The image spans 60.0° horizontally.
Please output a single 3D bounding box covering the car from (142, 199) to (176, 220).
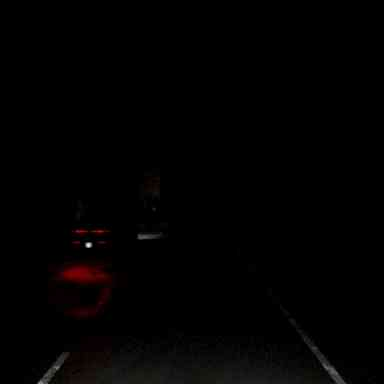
[{"bbox_3d":[-2.733,1.400,28.565,2.097,1.767,4.553,0,0,8],"label":"car"}]

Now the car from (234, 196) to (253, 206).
[{"bbox_3d":[8.392,1.451,57.418,4.553,1.767,2.097,0,0,-32],"label":"car"}]

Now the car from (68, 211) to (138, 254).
[{"bbox_3d":[-3.433,1.527,13.514,1.837,1.490,4.892,0,0,0],"label":"car"}]

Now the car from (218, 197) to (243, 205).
[{"bbox_3d":[6.975,1.667,60.680,4.181,1.385,1.994,0,0,-32],"label":"car"}]
